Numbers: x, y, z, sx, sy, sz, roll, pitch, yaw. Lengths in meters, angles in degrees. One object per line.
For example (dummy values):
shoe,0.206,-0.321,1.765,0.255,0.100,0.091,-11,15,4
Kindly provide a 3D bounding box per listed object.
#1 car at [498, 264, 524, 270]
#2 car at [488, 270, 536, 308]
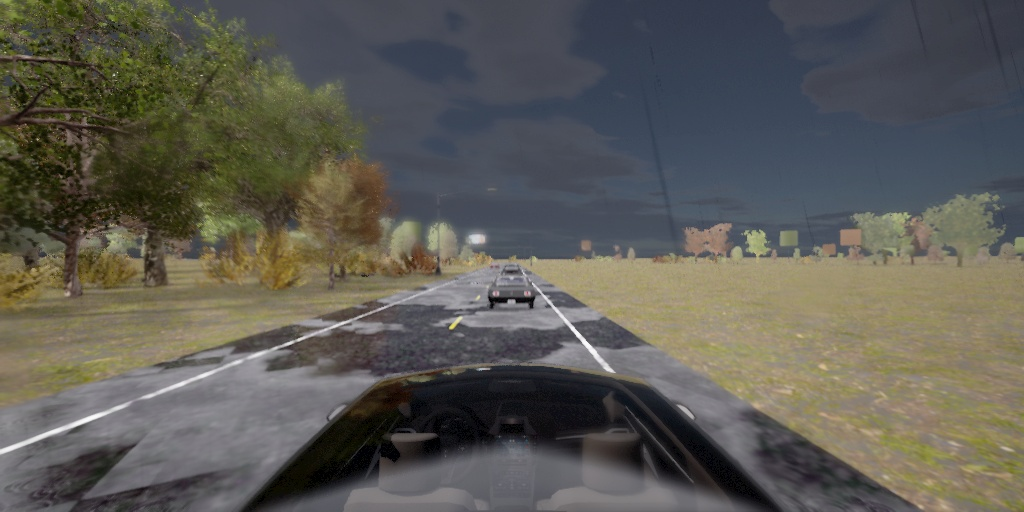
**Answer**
car,-0.022,1.549,31.139,1.837,1.490,4.892,0,0,0
car,-0.011,1.491,15.953,1.895,1.301,4.718,0,-1,0
